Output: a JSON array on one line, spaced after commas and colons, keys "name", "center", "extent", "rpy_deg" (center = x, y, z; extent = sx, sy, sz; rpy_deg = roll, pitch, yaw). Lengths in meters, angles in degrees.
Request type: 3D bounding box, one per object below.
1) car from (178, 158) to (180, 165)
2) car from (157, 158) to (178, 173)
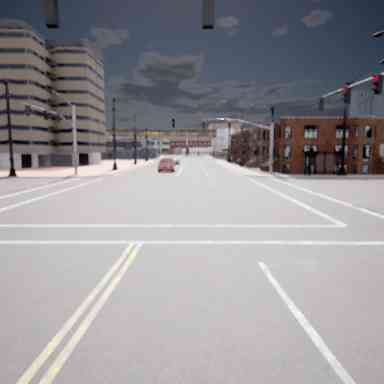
[{"name": "car", "center": [-3.492, -6.359, 69.533], "extent": [2.128, 1.511, 4.902], "rpy_deg": [0, 7, 0]}, {"name": "car", "center": [-3.494, -3.627, 45.819], "extent": [2.150, 2.045, 5.566], "rpy_deg": [0, 9, 0]}]
